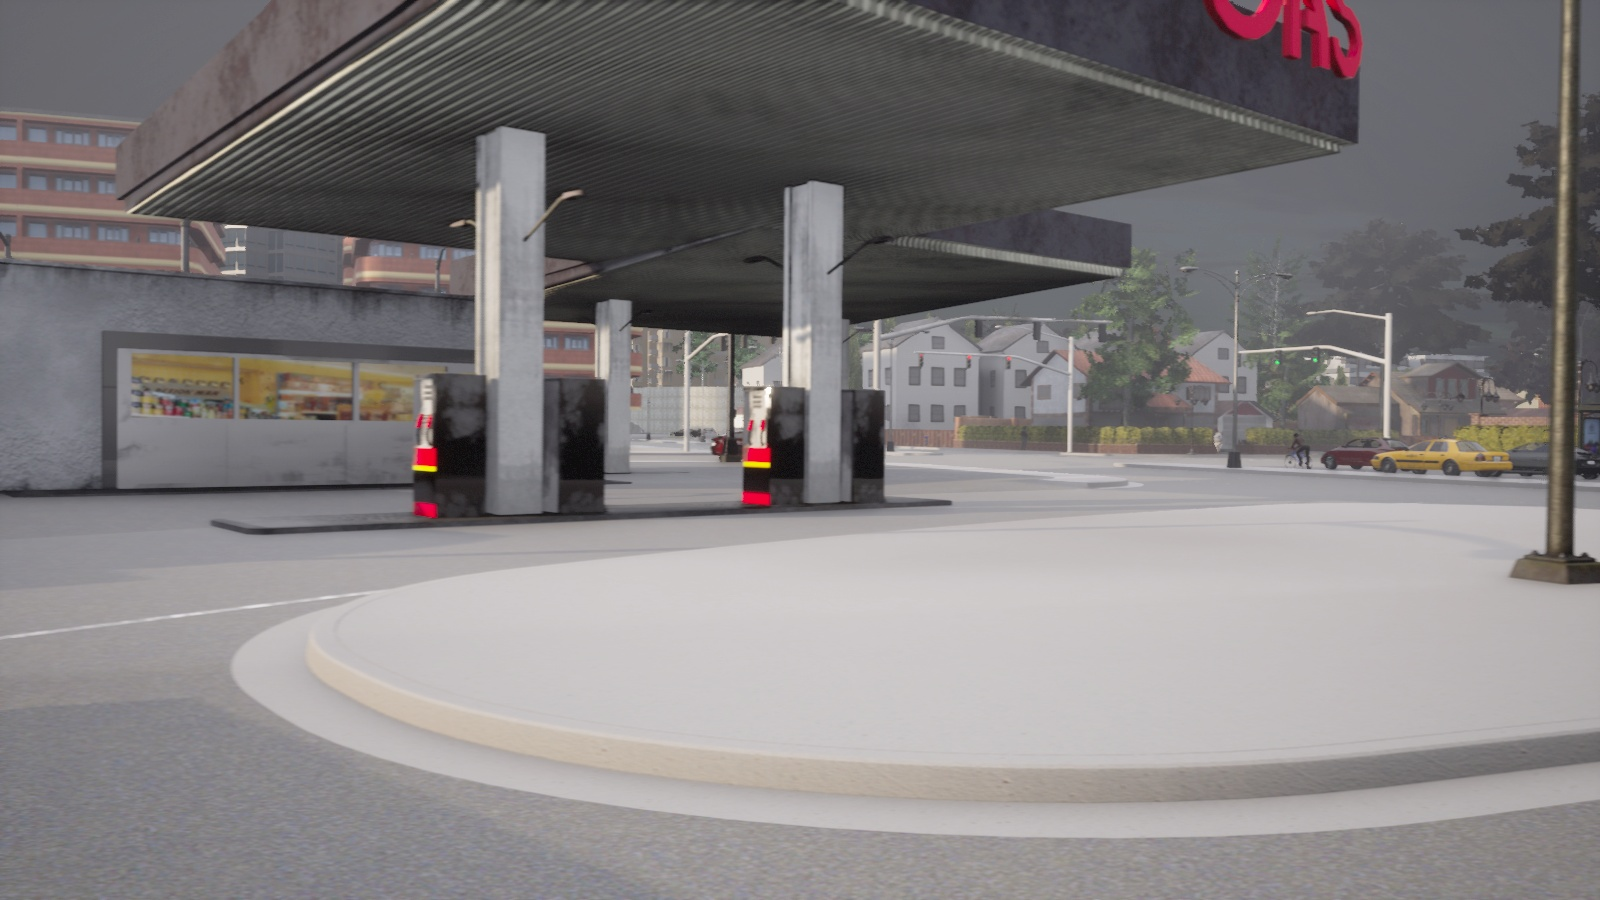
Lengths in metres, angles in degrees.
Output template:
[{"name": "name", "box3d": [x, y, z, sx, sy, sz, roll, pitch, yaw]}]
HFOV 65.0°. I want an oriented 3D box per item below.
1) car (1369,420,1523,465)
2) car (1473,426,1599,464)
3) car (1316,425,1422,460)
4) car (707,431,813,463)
[{"name": "car", "box3d": [24.411, -0.302, 47.692, 1.801, 1.575, 5.366, -1, 1, -21]}, {"name": "car", "box3d": [28.156, -0.218, 47.739, 1.994, 1.385, 4.181, -1, 1, -22]}, {"name": "car", "box3d": [25.116, -0.363, 55.586, 1.816, 1.474, 4.193, -1, 1, -21]}, {"name": "car", "box3d": [-1.980, -0.188, 62.059, 4.792, 1.488, 2.163, -1, 1, -21]}]
